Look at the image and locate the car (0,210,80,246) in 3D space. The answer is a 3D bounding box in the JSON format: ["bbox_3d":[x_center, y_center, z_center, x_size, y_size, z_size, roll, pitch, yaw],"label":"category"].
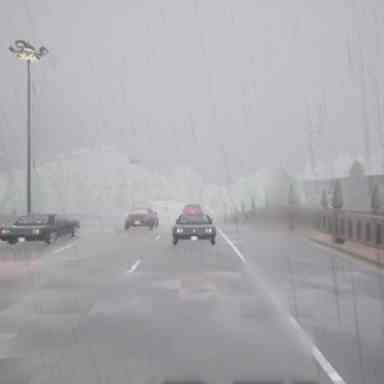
[{"bbox_3d":[-6.902,1.684,15.710,1.895,1.301,4.718,0,-1,0],"label":"car"}]

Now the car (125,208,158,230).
[{"bbox_3d":[-3.403,1.837,22.988,1.812,1.442,4.674,0,-2,0],"label":"car"}]

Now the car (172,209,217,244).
[{"bbox_3d":[0.097,1.692,16.113,1.895,1.301,4.718,0,-1,0],"label":"car"}]

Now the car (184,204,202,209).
[{"bbox_3d":[0.094,2.431,35.906,2.150,2.045,5.566,0,-5,0],"label":"car"}]

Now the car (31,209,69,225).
[{"bbox_3d":[-14.094,2.511,33.317,1.812,1.442,4.674,0,-5,0],"label":"car"}]
